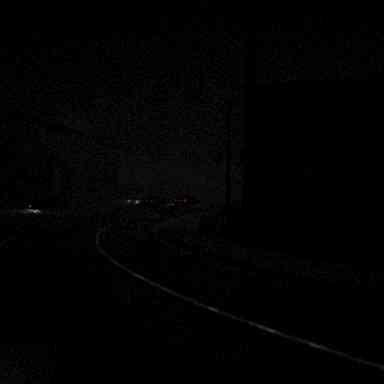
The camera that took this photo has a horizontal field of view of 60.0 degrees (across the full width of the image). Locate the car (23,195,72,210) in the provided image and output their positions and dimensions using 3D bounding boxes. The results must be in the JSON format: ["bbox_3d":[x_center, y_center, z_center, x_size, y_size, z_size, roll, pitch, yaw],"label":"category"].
[{"bbox_3d":[-14.469,0.962,33.757,2.033,1.411,5.357,1,1,16],"label":"car"}]

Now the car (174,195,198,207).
[{"bbox_3d":[-0.710,1.084,42.698,2.033,1.411,5.357,1,1,16],"label":"car"}]

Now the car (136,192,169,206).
[{"bbox_3d":[-4.606,1.031,41.857,2.033,1.411,5.357,1,1,16],"label":"car"}]

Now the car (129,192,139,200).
[{"bbox_3d":[-9.851,0.715,61.569,1.882,1.535,5.008,1,1,16],"label":"car"}]
